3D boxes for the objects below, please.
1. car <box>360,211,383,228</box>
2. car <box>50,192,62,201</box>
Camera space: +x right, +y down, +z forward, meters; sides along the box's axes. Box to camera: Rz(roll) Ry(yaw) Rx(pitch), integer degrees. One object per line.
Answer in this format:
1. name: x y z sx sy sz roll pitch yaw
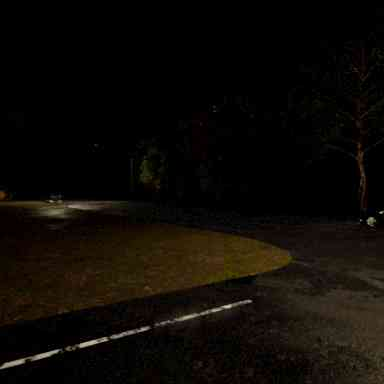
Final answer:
1. car: 12.609 1.517 19.730 1.837 1.490 4.892 0 1 -35
2. car: -28.979 0.898 70.732 2.097 1.767 4.553 0 0 -27
